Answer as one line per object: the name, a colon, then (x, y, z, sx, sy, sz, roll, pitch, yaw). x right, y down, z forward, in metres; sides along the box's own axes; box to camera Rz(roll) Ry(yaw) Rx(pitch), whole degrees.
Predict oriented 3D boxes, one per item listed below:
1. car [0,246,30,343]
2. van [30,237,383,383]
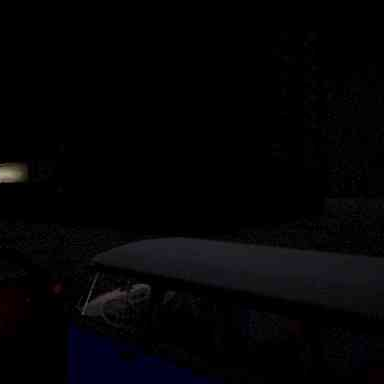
car: (-3.879, 1.580, 5.732, 4.206, 1.307, 1.802, 0, 0, 35)
van: (0.711, 1.341, 2.461, 3.998, 1.788, 1.690, 0, 0, 35)
